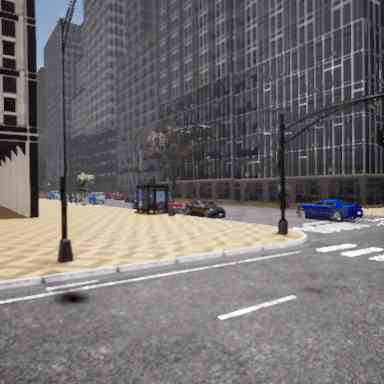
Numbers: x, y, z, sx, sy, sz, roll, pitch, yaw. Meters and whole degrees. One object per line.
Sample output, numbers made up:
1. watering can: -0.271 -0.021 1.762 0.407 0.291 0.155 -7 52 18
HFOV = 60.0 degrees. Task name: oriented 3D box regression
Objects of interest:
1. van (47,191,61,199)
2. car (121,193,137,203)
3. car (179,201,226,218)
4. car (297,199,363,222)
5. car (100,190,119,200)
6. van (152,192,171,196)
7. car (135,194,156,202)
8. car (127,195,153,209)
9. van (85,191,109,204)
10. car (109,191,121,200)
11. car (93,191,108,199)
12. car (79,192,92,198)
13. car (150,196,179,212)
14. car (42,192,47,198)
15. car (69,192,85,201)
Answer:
1. van: -30.877 0.663 75.252 1.690 1.788 3.998 -1 1 -34
2. car: -9.380 1.066 54.040 1.994 1.385 4.181 -1 1 -35
3. car: 1.076 1.415 28.251 1.947 1.339 4.313 -1 1 -34
4. car: 10.272 1.297 25.154 1.882 1.535 5.008 -1 1 -32
5. car: -17.545 0.602 70.591 2.192 1.841 5.009 -1 1 -34
6. van: -4.722 0.840 51.818 1.690 1.788 3.998 -1 1 -34
7. car: -7.927 1.029 56.515 1.802 1.307 4.206 -1 1 -34
8. car: -5.274 1.312 37.681 1.947 1.339 4.313 -1 1 -34
9. van: -14.847 0.931 51.786 1.690 1.788 3.998 -1 1 -34
10. car: -14.339 0.922 65.901 1.802 1.307 4.206 -1 1 -34
11. car: -20.751 0.673 75.285 1.967 1.590 4.097 -1 1 -34
12. car: -27.163 0.676 84.672 2.008 1.369 4.403 -1 1 -34
13. car: -2.116 1.380 32.956 1.802 1.307 4.206 -1 1 -34
14. car: -34.082 0.709 79.946 1.967 1.590 4.097 -1 1 -34
15. car: -21.259 1.034 61.175 2.008 1.369 4.403 -1 1 -34
